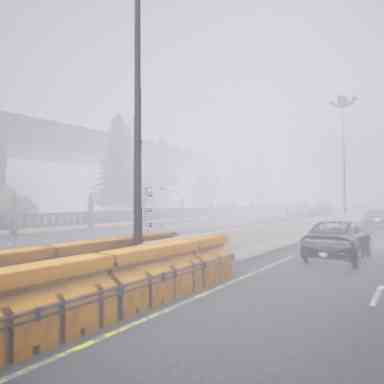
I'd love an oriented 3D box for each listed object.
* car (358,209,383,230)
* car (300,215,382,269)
[{"bbox_3d":[14.113,2.035,24.916,2.097,1.767,4.553,-2,-2,35],"label":"car"},{"bbox_3d":[5.608,1.852,12.664,2.128,1.511,4.902,-2,-2,35],"label":"car"}]
